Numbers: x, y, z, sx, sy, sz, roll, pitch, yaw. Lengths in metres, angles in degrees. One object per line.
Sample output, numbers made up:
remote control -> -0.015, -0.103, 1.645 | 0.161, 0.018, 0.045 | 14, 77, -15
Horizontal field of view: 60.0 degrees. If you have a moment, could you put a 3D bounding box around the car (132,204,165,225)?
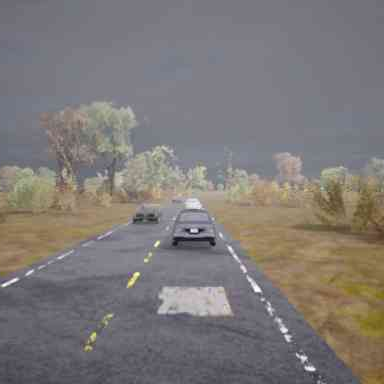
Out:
car -> -3.099, 1.582, 24.211 | 1.895, 1.301, 4.718 | 0, 0, 0

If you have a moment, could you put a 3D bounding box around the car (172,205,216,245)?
car -> 0.089, 1.535, 15.369 | 2.033, 1.411, 5.357 | 0, 0, 0

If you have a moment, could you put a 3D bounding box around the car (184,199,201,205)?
car -> 0.090, 1.496, 37.984 | 1.812, 1.442, 4.674 | 0, 0, 0

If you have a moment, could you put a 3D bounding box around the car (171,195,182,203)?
car -> -3.015, 1.421, 65.154 | 1.882, 1.535, 5.008 | 0, 0, 0
